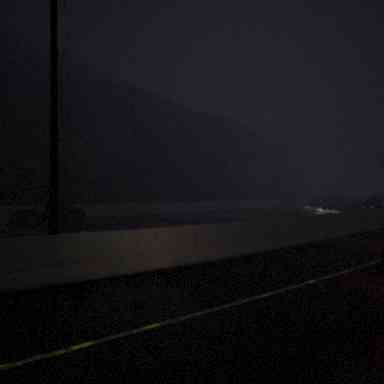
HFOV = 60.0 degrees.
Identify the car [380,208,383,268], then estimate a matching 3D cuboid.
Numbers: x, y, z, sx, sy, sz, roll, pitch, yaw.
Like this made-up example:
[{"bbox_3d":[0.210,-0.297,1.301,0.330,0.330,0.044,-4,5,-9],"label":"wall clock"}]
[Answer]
[{"bbox_3d":[7.427,1.354,9.627,4.553,1.767,2.097,0,0,-39],"label":"car"}]
